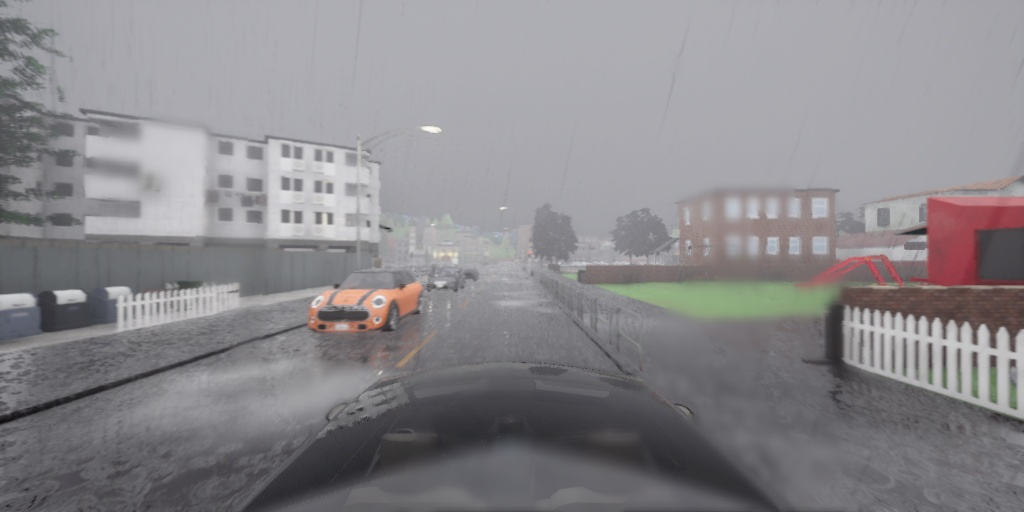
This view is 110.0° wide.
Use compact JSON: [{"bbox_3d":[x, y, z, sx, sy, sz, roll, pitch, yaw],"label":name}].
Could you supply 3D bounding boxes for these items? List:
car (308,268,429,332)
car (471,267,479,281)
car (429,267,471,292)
[{"bbox_3d":[-4.227,1.193,11.127,2.097,1.767,4.553,0,-1,0],"label":"car"},{"bbox_3d":[-4.209,1.657,33.687,1.895,1.301,4.718,0,-1,0],"label":"car"},{"bbox_3d":[-4.168,1.489,23.218,2.128,1.511,4.902,0,-1,0],"label":"car"}]
